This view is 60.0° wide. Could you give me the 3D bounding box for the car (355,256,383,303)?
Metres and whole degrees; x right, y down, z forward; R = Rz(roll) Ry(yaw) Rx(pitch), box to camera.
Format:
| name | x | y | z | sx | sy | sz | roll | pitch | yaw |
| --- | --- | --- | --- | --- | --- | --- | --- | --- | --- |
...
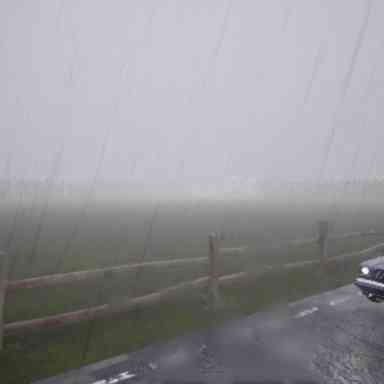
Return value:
| name | x | y | z | sx | sy | sz | roll | pitch | yaw |
| --- | --- | --- | --- | --- | --- | --- | --- | --- | --- |
| car | 5.439 | 1.565 | 6.948 | 4.718 | 1.301 | 1.895 | 0 | 0 | -35 |
